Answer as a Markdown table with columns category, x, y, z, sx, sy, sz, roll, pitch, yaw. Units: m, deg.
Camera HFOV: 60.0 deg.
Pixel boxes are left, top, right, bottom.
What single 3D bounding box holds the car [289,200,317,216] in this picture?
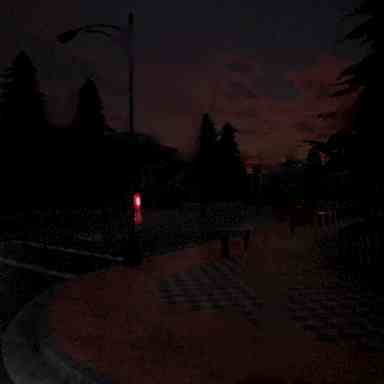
| category | x | y | z | sx | sy | sz | roll | pitch | yaw |
| --- | --- | --- | --- | --- | --- | --- | --- | --- | --- |
| car | 11.381 | 1.595 | 34.009 | 1.837 | 1.490 | 4.892 | 0 | 0 | 35 |

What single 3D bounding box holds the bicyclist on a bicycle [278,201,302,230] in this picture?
| category | x | y | z | sx | sy | sz | roll | pitch | yaw |
| --- | --- | --- | --- | --- | --- | --- | --- | --- | --- |
| bicyclist on a bicycle | 5.773 | 1.362 | 19.375 | 1.656 | 1.620 | 0.582 | -1 | 0 | 35 |
